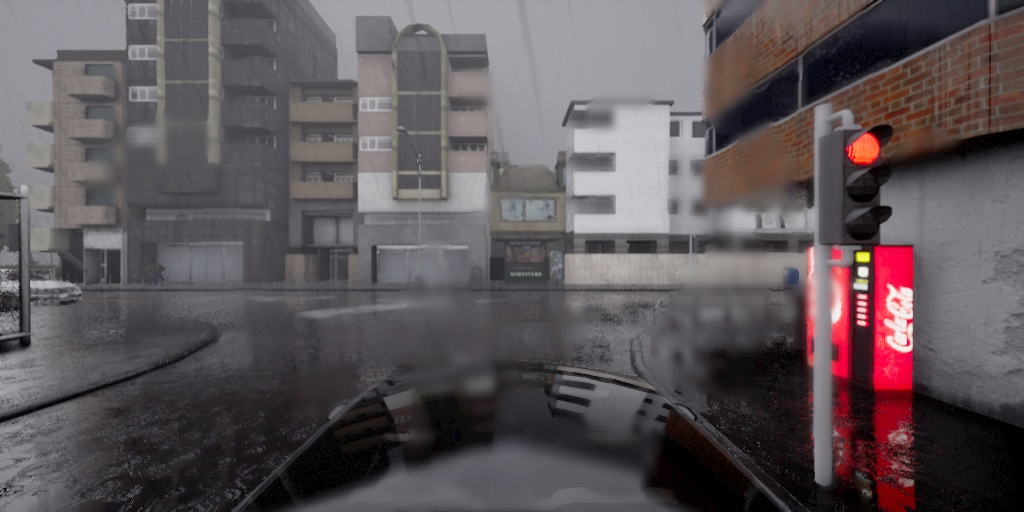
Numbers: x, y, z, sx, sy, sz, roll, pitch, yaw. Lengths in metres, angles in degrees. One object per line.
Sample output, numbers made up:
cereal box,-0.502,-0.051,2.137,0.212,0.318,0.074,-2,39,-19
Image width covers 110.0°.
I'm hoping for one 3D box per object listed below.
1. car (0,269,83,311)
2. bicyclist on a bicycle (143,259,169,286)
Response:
car,-19.083,1.216,13.368,4.674,1.442,1.812,0,0,0
bicyclist on a bicycle,-21.609,0.997,21.743,0.582,1.620,1.656,0,1,0
